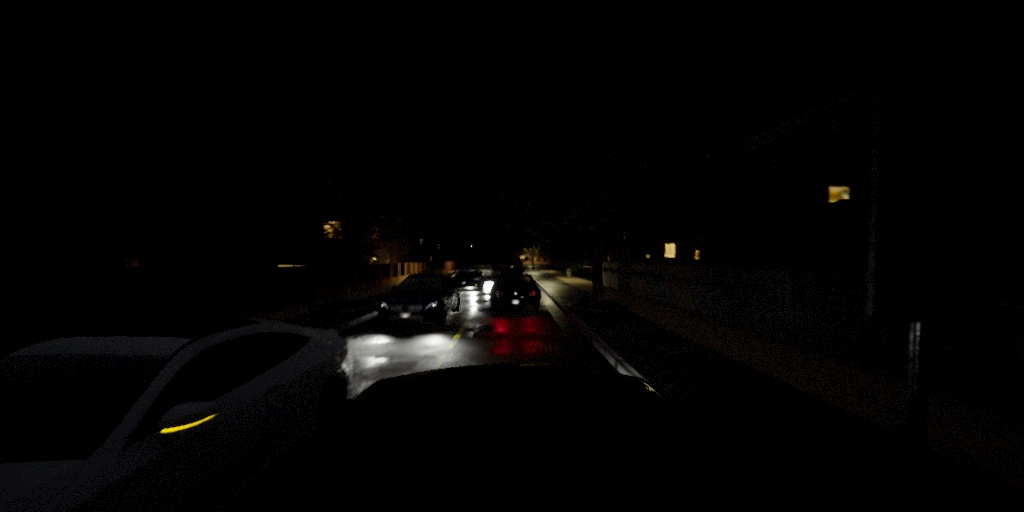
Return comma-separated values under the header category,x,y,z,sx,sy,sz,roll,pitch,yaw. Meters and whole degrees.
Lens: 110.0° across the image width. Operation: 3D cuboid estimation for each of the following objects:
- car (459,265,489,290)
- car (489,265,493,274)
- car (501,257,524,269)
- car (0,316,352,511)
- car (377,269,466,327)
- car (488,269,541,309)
category,x,y,z,sx,sy,sz,roll,pitch,yaw
car,-2.837,1.404,23.275,1.994,1.385,4.181,0,0,0
car,-2.802,1.496,33.769,1.895,1.301,4.718,0,0,1
car,0.035,1.138,37.094,2.150,2.045,5.566,0,0,1
car,-2.834,1.280,2.667,1.812,1.442,4.674,0,0,-1
car,-2.842,1.317,11.868,1.812,1.442,4.674,0,0,0
car,0.125,1.406,15.335,1.895,1.301,4.718,0,0,0
